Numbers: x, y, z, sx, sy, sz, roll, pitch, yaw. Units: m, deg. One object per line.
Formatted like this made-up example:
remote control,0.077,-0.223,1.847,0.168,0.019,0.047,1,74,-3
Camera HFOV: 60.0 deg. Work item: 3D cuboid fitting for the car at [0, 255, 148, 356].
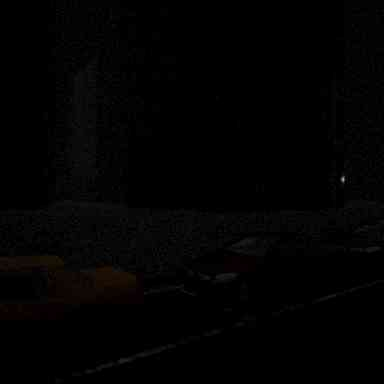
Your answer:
car,-2.990,1.526,4.517,4.829,1.417,1.752,0,0,-36

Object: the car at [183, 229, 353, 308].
car,1.770,1.613,7.914,4.206,1.307,1.802,0,0,-36

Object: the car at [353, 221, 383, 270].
car,6.391,1.642,11.212,4.206,1.307,1.802,0,0,-36
